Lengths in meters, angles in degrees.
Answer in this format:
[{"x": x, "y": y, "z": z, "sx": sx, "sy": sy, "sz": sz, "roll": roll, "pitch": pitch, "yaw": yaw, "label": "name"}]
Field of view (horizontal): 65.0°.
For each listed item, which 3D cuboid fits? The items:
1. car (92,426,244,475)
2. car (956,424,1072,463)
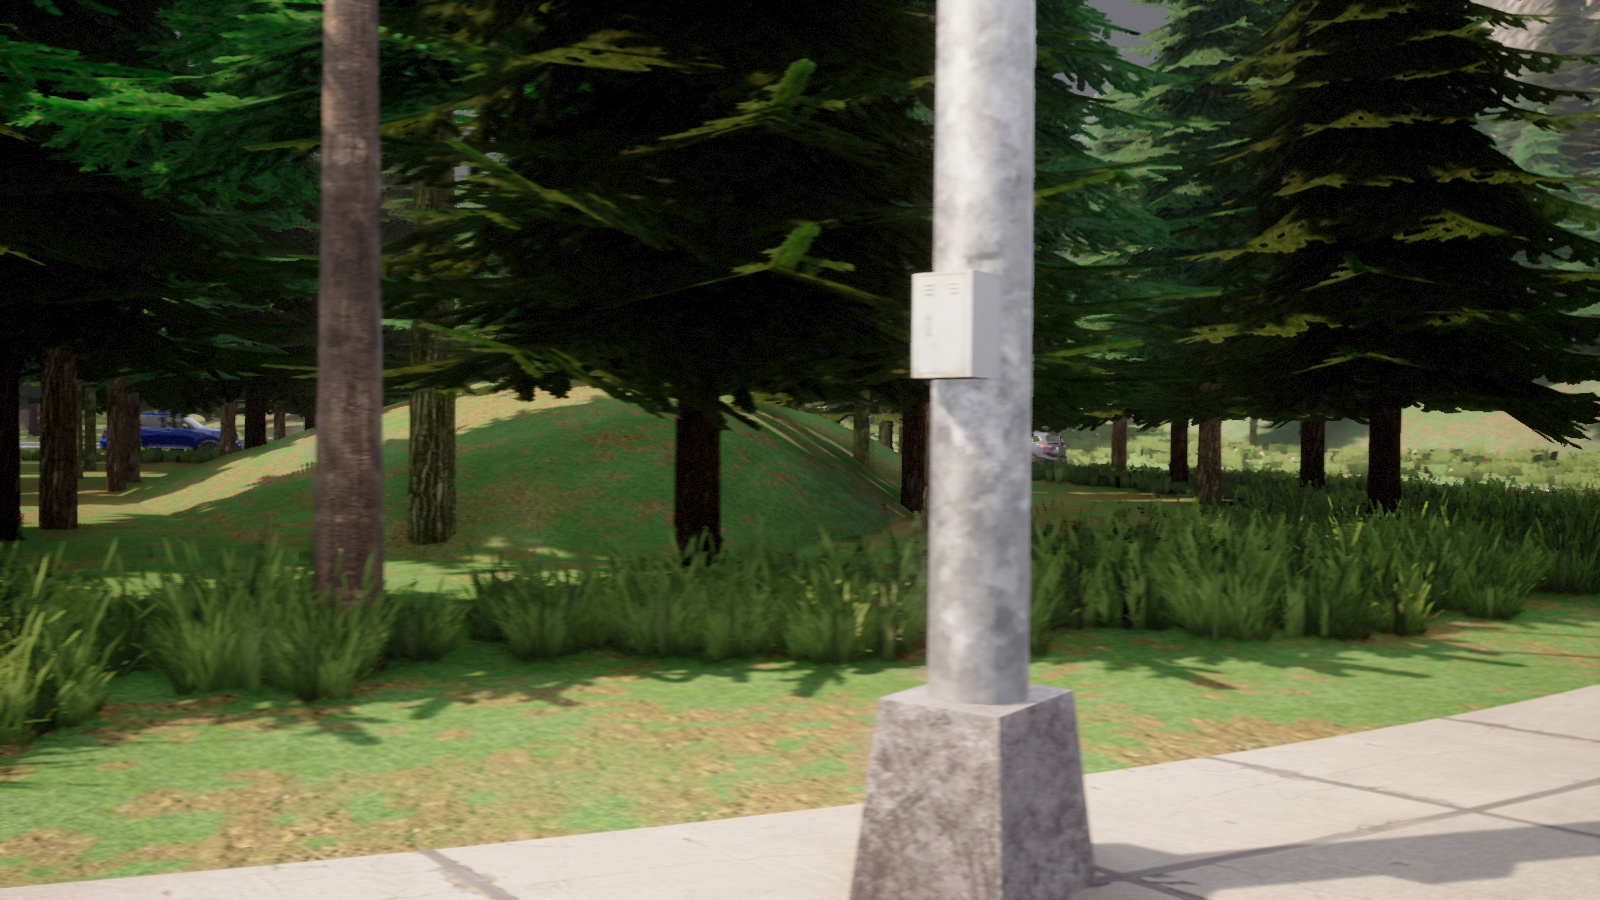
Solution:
[{"x": -27.628, "y": 0.003, "z": 55.064, "sx": 5.566, "sy": 2.045, "sz": 2.150, "roll": -1, "pitch": 1, "yaw": -12, "label": "car"}, {"x": 9.586, "y": -0.311, "z": 56.398, "sx": 4.611, "sy": 1.667, "sz": 2.242, "roll": 0, "pitch": 1, "yaw": 40, "label": "car"}]
